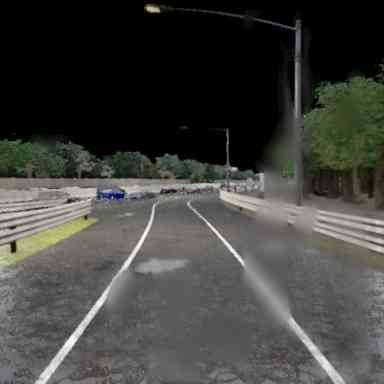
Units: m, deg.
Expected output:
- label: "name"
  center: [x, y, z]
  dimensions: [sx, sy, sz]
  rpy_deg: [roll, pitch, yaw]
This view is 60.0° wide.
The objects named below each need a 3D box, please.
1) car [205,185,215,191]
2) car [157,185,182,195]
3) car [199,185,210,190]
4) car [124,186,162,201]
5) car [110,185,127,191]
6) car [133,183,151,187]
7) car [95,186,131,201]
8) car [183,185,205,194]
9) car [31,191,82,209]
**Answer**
- label: "car"
  center: [4.561, -1.079, 86.681]
  dimensions: [2.128, 1.511, 4.902]
  rpy_deg: [0, 2, 19]
- label: "car"
  center: [-4.143, -0.256, 61.117]
  dimensions: [1.882, 1.535, 5.008]
  rpy_deg: [0, 2, 19]
- label: "car"
  center: [3.490, -1.315, 94.439]
  dimensions: [1.812, 1.442, 4.674]
  rpy_deg: [0, 2, 19]
- label: "car"
  center: [-6.335, 0.373, 43.911]
  dimensions: [2.033, 1.411, 5.357]
  rpy_deg: [0, 2, 19]
- label: "car"
  center: [-19.984, -1.019, 90.580]
  dimensions: [2.128, 1.511, 4.902]
  rpy_deg: [0, 2, 19]
- label: "car"
  center: [-13.251, -0.980, 88.639]
  dimensions: [1.994, 1.385, 4.181]
  rpy_deg: [0, 2, 19]
- label: "car"
  center: [-10.295, 0.357, 43.161]
  dimensions: [1.882, 1.535, 5.008]
  rpy_deg: [0, 2, 19]
- label: "car"
  center: [0.460, -0.325, 63.755]
  dimensions: [1.812, 1.442, 4.674]
  rpy_deg: [0, 2, 19]
- label: "car"
  center: [-11.526, 0.694, 28.749]
  dimensions: [2.097, 1.767, 4.553]
  rpy_deg: [0, 2, 19]
